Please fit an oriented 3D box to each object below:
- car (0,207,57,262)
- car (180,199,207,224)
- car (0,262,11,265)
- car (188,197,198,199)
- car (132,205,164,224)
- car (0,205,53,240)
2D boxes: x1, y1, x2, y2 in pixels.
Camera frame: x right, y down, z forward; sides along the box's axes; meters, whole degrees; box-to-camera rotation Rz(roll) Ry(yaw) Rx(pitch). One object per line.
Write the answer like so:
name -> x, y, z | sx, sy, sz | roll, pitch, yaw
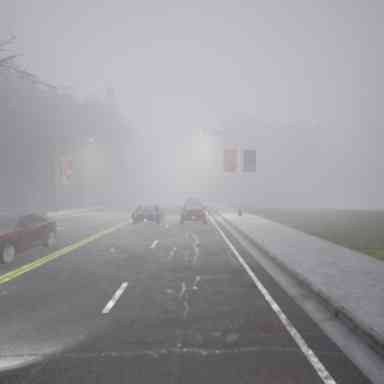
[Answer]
car -> -6.589, 1.475, 11.924 | 1.882, 1.535, 5.008 | 0, 0, 0
car -> 0.099, 1.528, 24.613 | 1.812, 1.442, 4.674 | 0, 0, 0
car -> -3.145, 1.563, 1.910 | 1.994, 1.385, 4.181 | 0, 0, 0
car -> 0.107, 1.427, 41.883 | 2.097, 1.767, 4.553 | 0, 0, 0
car -> -3.146, 1.603, 24.703 | 1.895, 1.301, 4.718 | 0, 0, 0
car -> -9.819, 1.545, 18.399 | 2.033, 1.411, 5.357 | 0, 0, 0
